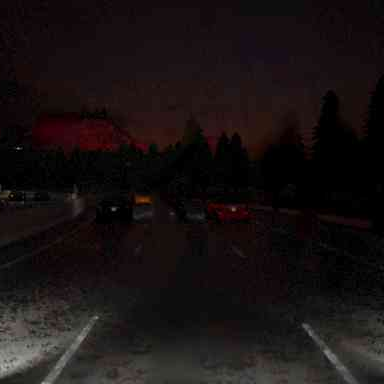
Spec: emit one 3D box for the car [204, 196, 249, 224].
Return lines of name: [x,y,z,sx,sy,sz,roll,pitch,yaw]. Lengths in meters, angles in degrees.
car: [2.122,1.020,21.685,2.097,1.767,4.553,0,1,-9]

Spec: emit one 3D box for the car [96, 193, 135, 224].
car: [-4.929,1.015,21.543,2.097,1.767,4.553,0,1,-9]

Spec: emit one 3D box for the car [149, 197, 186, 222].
car: [-1.578,1.143,22.597,2.128,1.511,4.902,0,1,-10]

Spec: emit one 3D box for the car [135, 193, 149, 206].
car: [-6.506,0.840,41.078,1.882,1.535,5.008,0,0,-19]
